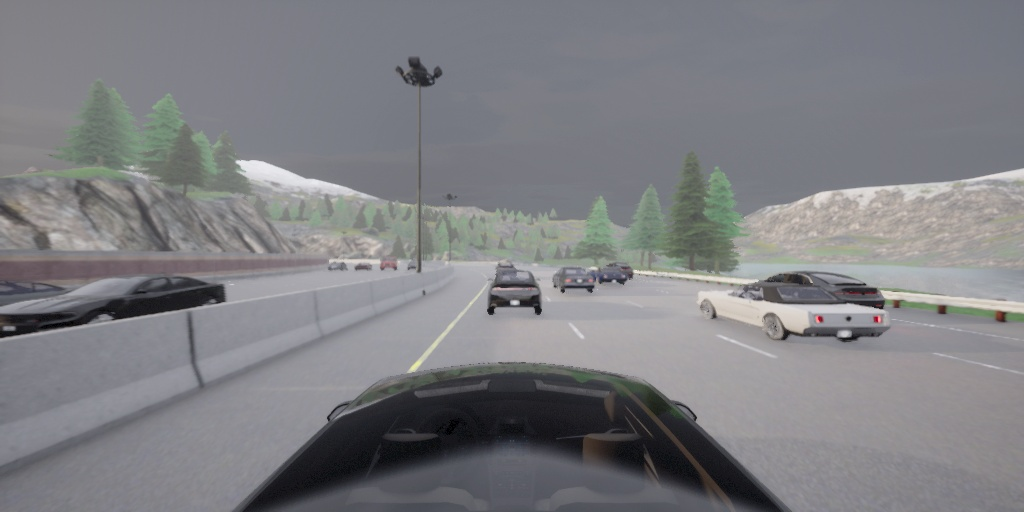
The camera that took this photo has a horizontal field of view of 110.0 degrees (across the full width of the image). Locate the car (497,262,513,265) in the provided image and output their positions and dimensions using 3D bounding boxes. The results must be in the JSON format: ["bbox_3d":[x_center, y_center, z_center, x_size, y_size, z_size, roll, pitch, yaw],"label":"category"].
[{"bbox_3d":[-0.727,1.357,35.092,2.128,1.511,4.902,0,0,-6],"label":"car"}]

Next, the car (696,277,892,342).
[{"bbox_3d":[7.095,1.380,9.865,1.895,1.301,4.718,0,0,0],"label":"car"}]

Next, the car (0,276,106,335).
[{"bbox_3d":[-14.115,1.338,9.496,1.994,1.385,4.181,0,0,0],"label":"car"}]

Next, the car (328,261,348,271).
[{"bbox_3d":[-24.980,1.410,51.481,2.128,1.511,4.902,0,0,-13],"label":"car"}]

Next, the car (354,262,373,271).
[{"bbox_3d":[-21.434,1.521,51.889,1.895,1.301,4.718,0,0,-13],"label":"car"}]

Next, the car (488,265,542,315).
[{"bbox_3d":[0.092,1.285,13.907,2.128,1.511,4.902,0,0,0],"label":"car"}]

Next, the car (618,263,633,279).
[{"bbox_3d":[9.889,1.370,34.193,1.837,1.490,4.892,1,0,-5],"label":"car"}]

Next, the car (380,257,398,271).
[{"bbox_3d":[-18.163,1.146,53.150,2.150,2.045,5.566,0,0,-13],"label":"car"}]

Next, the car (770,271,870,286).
[{"bbox_3d":[10.593,1.298,13.152,1.837,1.490,4.892,0,0,0],"label":"car"}]

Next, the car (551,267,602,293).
[{"bbox_3d":[3.547,1.367,21.482,2.033,1.411,5.357,0,0,-1],"label":"car"}]

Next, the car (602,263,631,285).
[{"bbox_3d":[6.880,1.438,26.670,1.895,1.301,4.718,0,0,-2],"label":"car"}]

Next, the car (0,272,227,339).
[{"bbox_3d":[-10.614,1.255,10.066,1.882,1.535,5.008,0,0,0],"label":"car"}]

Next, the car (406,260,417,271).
[{"bbox_3d":[-14.855,1.433,54.325,1.837,1.490,4.892,0,0,-13],"label":"car"}]
